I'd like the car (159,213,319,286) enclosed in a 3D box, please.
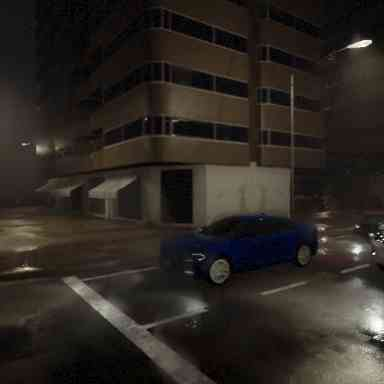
[{"bbox_3d":[1.463,1.386,9.346,5.008,1.535,1.882,-1,1,-34],"label":"car"}]

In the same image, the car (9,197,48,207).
[{"bbox_3d":[-22.248,1.326,45.454,2.033,1.411,5.357,0,1,20],"label":"car"}]

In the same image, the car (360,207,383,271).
[{"bbox_3d":[7.164,1.067,9.058,5.566,2.045,2.150,-1,1,-35],"label":"car"}]

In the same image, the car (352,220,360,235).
[{"bbox_3d":[9.444,1.309,14.971,5.357,1.411,2.033,-1,1,-35],"label":"car"}]
